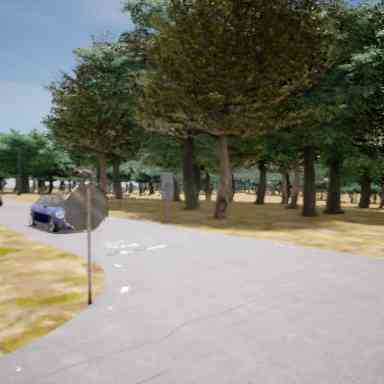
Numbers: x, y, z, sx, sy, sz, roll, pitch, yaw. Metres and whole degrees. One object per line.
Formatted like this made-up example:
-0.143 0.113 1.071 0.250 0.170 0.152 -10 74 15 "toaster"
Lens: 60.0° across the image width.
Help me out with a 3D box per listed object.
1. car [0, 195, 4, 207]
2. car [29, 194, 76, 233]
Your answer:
-19.639 0.659 32.233 1.837 1.490 4.892 -1 2 -39 "car"
-6.597 0.951 16.909 2.097 1.767 4.553 -1 2 -42 "car"
